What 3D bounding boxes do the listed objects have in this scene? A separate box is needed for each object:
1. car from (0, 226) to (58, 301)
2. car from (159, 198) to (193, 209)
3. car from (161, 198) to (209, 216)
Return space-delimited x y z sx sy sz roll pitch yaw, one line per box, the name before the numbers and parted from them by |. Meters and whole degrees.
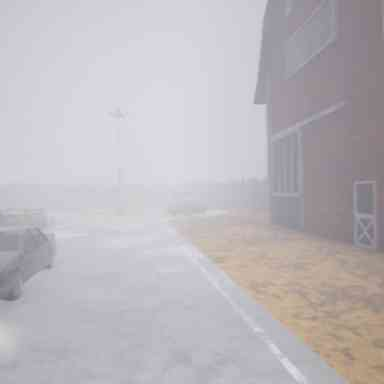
car | -4.935 1.643 8.692 2.033 1.411 5.357 -1 0 -10
car | -2.283 1.613 46.359 4.892 1.490 1.837 -1 -1 41
car | -0.375 1.605 33.009 2.033 1.411 5.357 -1 0 32
